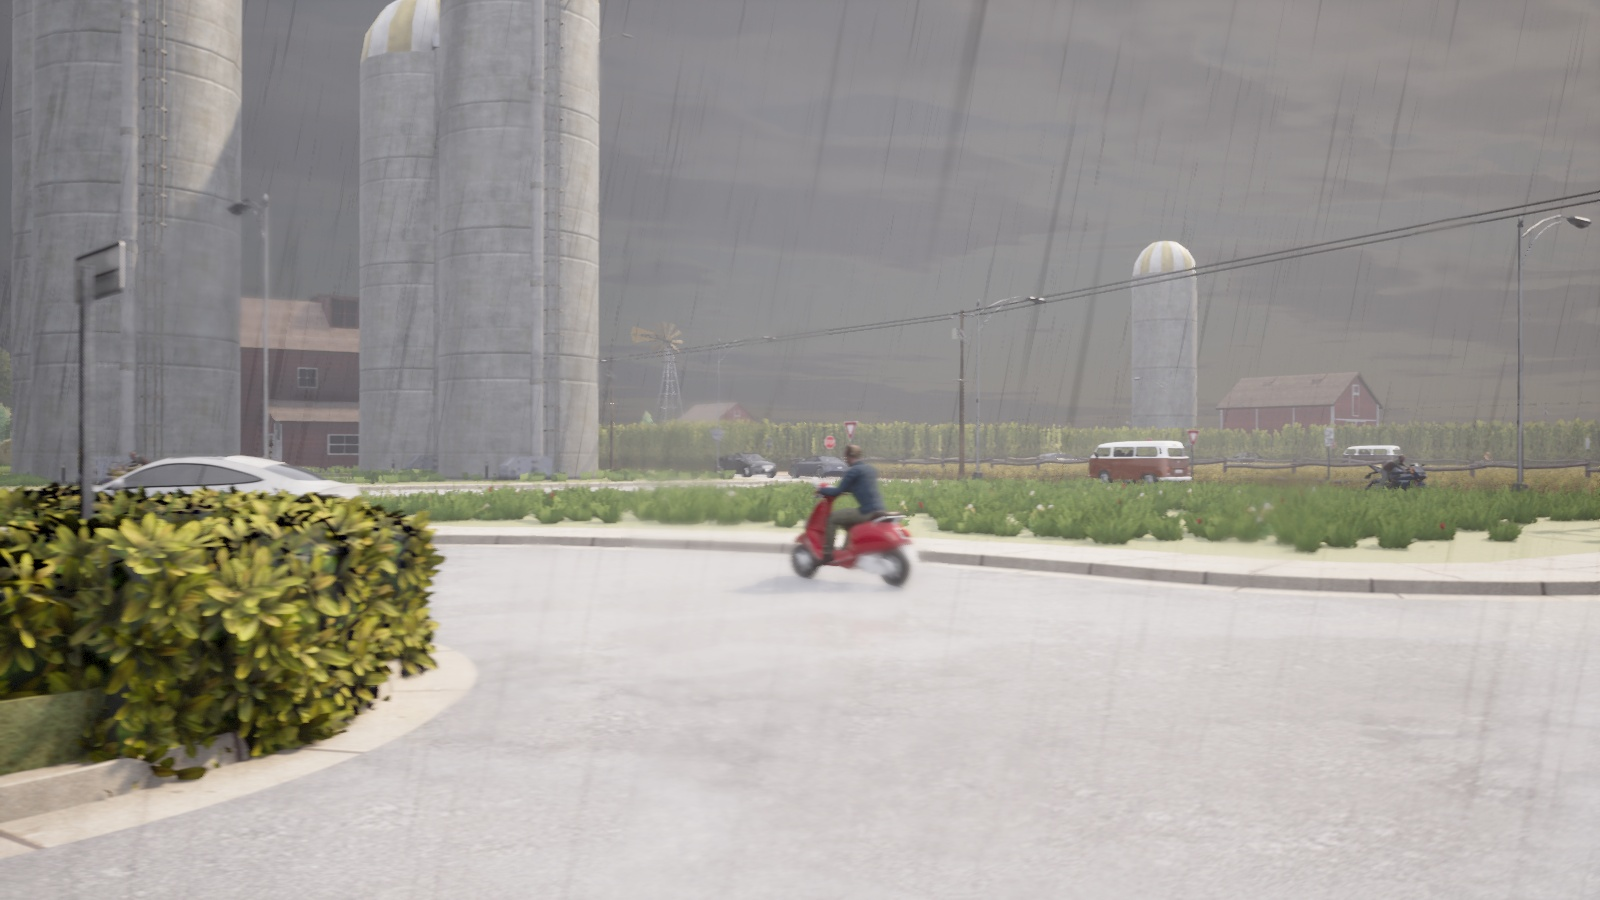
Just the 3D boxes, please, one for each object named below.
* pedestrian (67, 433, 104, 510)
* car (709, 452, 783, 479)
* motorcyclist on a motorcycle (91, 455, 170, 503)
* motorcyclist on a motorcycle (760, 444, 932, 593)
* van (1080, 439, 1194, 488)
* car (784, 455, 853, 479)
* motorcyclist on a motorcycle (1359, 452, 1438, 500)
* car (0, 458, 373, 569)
[{"bbox_3d":[-17.126,0.510,30.115,0.726,1.835,0.370,0,0,-36],"label":"pedestrian"},{"bbox_3d":[-3.234,0.889,73.938,2.128,1.511,4.902,0,0,-34],"label":"car"},{"bbox_3d":[-22.007,0.928,41.301,2.191,1.530,0.866,0,0,-36],"label":"motorcyclist on a motorcycle"},{"bbox_3d":[0.506,0.732,14.331,1.817,1.590,0.866,0,0,41],"label":"motorcyclist on a motorcycle"},{"bbox_3d":[14.538,0.570,54.374,2.069,2.038,4.480,0,0,-35],"label":"van"},{"bbox_3d":[1.043,0.987,73.866,1.994,1.385,4.181,0,0,-35],"label":"car"},{"bbox_3d":[19.549,0.839,41.043,0.866,1.530,2.191,0,0,-35],"label":"motorcyclist on a motorcycle"},{"bbox_3d":[-8.544,0.831,17.374,4.674,1.442,1.812,0,0,-2],"label":"car"}]
